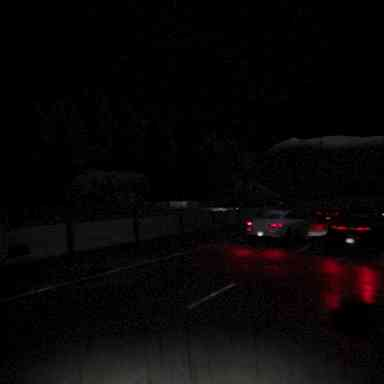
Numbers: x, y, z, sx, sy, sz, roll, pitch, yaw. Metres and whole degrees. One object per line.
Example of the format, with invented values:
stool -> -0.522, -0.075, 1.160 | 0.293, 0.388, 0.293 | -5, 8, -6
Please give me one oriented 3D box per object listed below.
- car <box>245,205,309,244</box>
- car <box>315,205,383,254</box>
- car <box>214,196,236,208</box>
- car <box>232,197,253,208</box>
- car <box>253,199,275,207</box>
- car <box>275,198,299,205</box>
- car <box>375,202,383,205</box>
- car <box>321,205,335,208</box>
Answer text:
car -> 4.139, 1.545, 15.863 | 1.812, 1.442, 4.674 | 0, -1, 34
car -> 6.860, 1.497, 13.639 | 2.128, 1.511, 4.902 | 0, 0, 34
car -> 5.946, 1.666, 56.802 | 2.150, 2.045, 5.566 | 0, -1, 34
car -> 9.142, 1.935, 55.300 | 2.128, 1.511, 4.902 | 0, -1, 34
car -> 12.213, 1.928, 53.612 | 2.128, 1.511, 4.902 | 0, -1, 34
car -> 15.016, 1.773, 51.510 | 2.097, 1.767, 4.553 | 0, -1, 34
car -> 16.006, 1.588, 27.415 | 1.882, 1.535, 5.008 | 0, -1, 34
car -> 11.522, 1.697, 27.009 | 1.895, 1.301, 4.718 | 0, -1, 34
